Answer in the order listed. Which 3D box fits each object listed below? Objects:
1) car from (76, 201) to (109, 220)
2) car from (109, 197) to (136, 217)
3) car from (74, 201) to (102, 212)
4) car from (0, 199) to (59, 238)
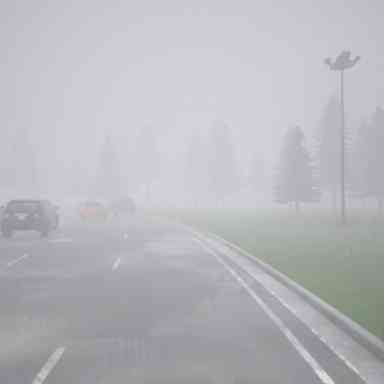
[{"bbox_3d":[-9.688,1.692,32.032,2.097,1.767,4.553,0,-1,-23],"label":"car"},{"bbox_3d":[-7.967,1.611,37.064,2.150,2.045,5.566,0,-1,-28],"label":"car"},{"bbox_3d":[-14.549,2.018,46.425,1.812,1.442,4.674,1,-1,-43],"label":"car"},{"bbox_3d":[-9.302,1.432,19.551,2.150,2.045,5.566,0,-1,-13],"label":"car"}]
